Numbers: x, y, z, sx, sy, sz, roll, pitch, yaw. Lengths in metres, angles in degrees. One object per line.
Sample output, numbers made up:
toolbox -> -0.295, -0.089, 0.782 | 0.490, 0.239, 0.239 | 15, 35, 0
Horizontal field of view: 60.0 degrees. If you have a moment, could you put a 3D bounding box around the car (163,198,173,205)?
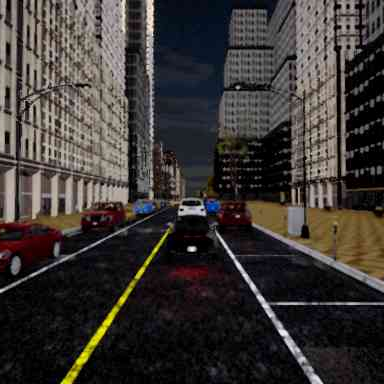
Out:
car -> -5.699, 2.330, 78.909 | 1.967, 1.590, 4.097 | 0, -1, 0

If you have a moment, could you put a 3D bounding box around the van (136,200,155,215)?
van -> -5.691, 1.770, 39.089 | 1.690, 1.788, 3.998 | 0, -1, 0

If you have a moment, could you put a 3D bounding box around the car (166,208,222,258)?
car -> 0.017, 1.654, 13.491 | 1.837, 1.490, 4.892 | 0, 0, 0

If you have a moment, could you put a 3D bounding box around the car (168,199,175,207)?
car -> -3.030, 2.203, 64.991 | 1.882, 1.535, 5.008 | 0, -1, 0

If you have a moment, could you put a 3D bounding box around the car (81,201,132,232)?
car -> -5.688, 1.555, 22.024 | 2.192, 1.841, 5.009 | 0, -1, 0

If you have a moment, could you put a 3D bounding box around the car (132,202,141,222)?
car -> -5.690, 1.826, 27.540 | 1.752, 1.417, 4.829 | 0, -1, 0

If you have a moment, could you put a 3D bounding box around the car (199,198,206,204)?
car -> 2.983, 2.502, 91.961 | 1.801, 1.575, 5.366 | 0, -1, 0

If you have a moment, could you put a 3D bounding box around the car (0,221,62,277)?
car -> -5.687, 1.660, 10.644 | 1.887, 1.381, 4.507 | 0, -1, 0

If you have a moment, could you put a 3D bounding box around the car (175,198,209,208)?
car -> 0.004, 1.526, 27.586 | 2.150, 2.045, 5.566 | 0, 0, 0

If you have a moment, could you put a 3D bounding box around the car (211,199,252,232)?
car -> 2.697, 1.555, 22.000 | 2.192, 1.841, 5.009 | 0, -1, 0

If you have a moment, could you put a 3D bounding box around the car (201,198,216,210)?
car -> 2.696, 1.937, 56.132 | 2.192, 1.841, 5.009 | 0, -1, 0

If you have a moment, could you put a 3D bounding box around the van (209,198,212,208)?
van -> 2.696, 1.833, 44.754 | 1.690, 1.788, 3.998 | 0, -1, 0

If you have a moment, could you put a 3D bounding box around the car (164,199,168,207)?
car -> -5.698, 2.306, 67.531 | 2.008, 1.369, 4.403 | 0, -1, 0

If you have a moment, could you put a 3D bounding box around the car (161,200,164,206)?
car -> -5.695, 2.081, 50.294 | 1.752, 1.417, 4.829 | 0, -1, 0

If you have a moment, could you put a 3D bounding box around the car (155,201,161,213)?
car -> -5.693, 1.933, 44.777 | 1.967, 1.590, 4.097 | 0, -1, 0

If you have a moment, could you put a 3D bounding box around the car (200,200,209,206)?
car -> 2.664, 2.404, 73.194 | 1.802, 1.307, 4.206 | 0, -1, 0
